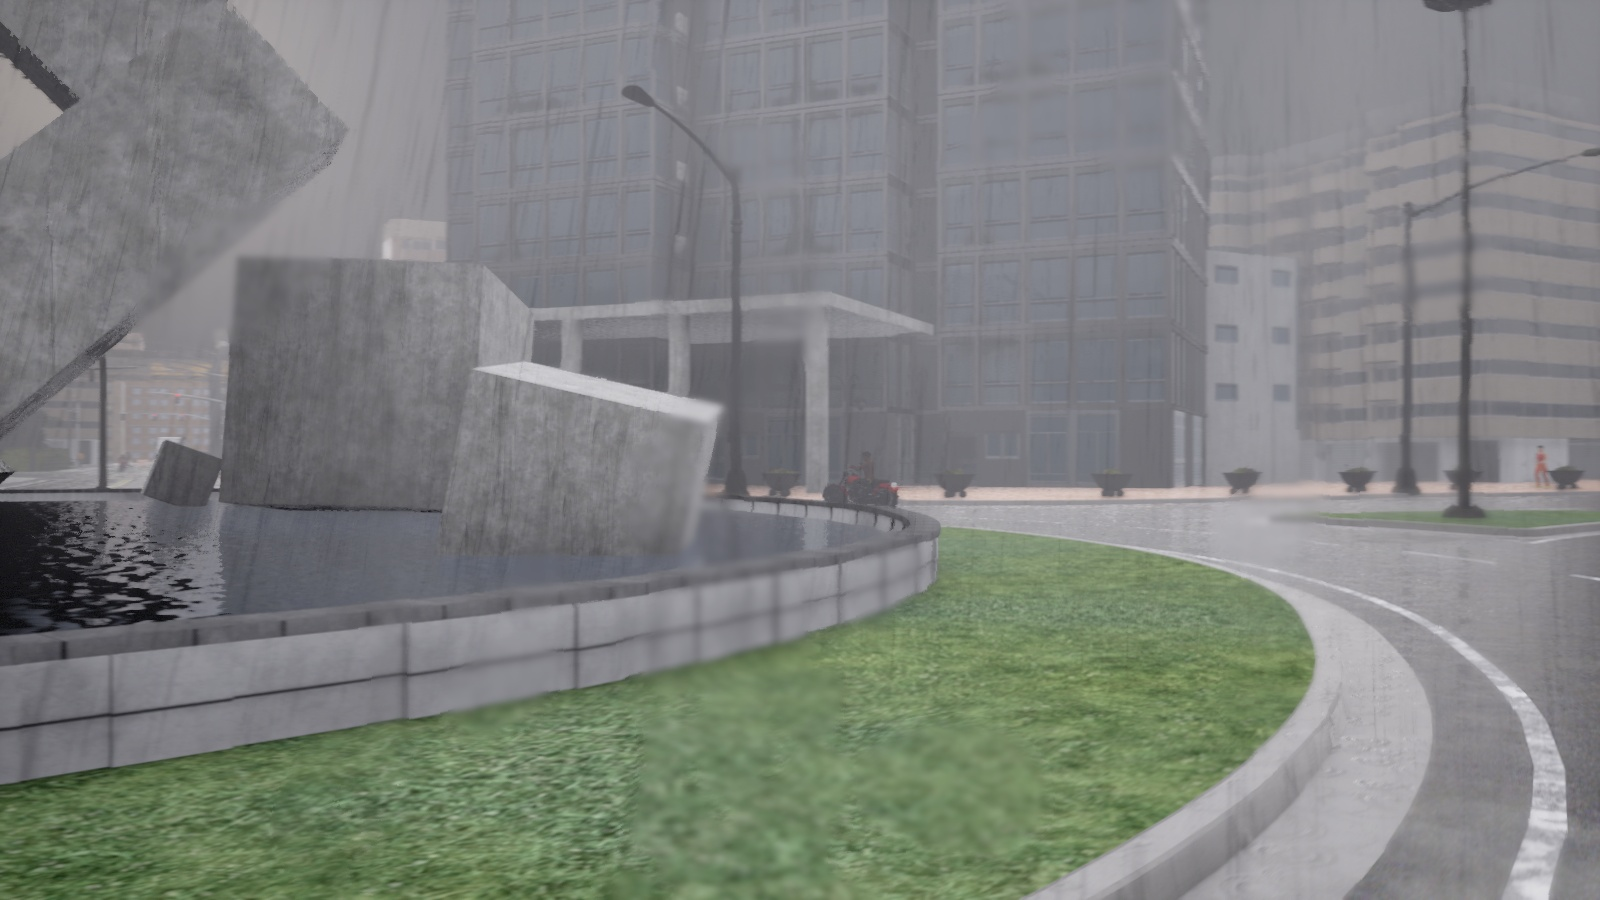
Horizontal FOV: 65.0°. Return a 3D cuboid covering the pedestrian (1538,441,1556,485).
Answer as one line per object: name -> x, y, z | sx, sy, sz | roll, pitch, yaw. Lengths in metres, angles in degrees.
pedestrian -> 31.202, 0.546, 52.463 | 0.594, 1.836, 0.345 | 0, 0, -24

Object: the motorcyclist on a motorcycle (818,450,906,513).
motorcyclist on a motorcycle -> 1.657, 0.834, 33.925 | 2.350, 1.649, 0.766 | -1, 0, 37
